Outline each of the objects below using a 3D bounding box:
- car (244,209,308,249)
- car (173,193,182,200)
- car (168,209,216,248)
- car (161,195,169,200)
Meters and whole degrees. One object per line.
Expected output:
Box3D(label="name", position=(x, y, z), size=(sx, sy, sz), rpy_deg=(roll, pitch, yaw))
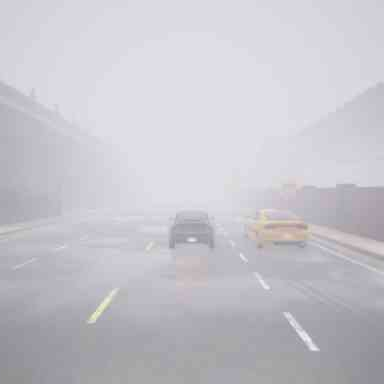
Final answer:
Box3D(label="car", position=(3.500, 1.484, 14.650), size=(1.882, 1.535, 5.008), rpy_deg=(0, 0, 0))
Box3D(label="car", position=(-3.988, 1.190, 91.915), size=(2.150, 2.045, 5.566), rpy_deg=(0, 0, -1))
Box3D(label="car", position=(0.000, 1.515, 14.650), size=(1.837, 1.490, 4.892), rpy_deg=(0, 0, 0))
Box3D(label="car", position=(-7.488, 1.560, 91.854), size=(1.895, 1.301, 4.718), rpy_deg=(0, 0, -1))
